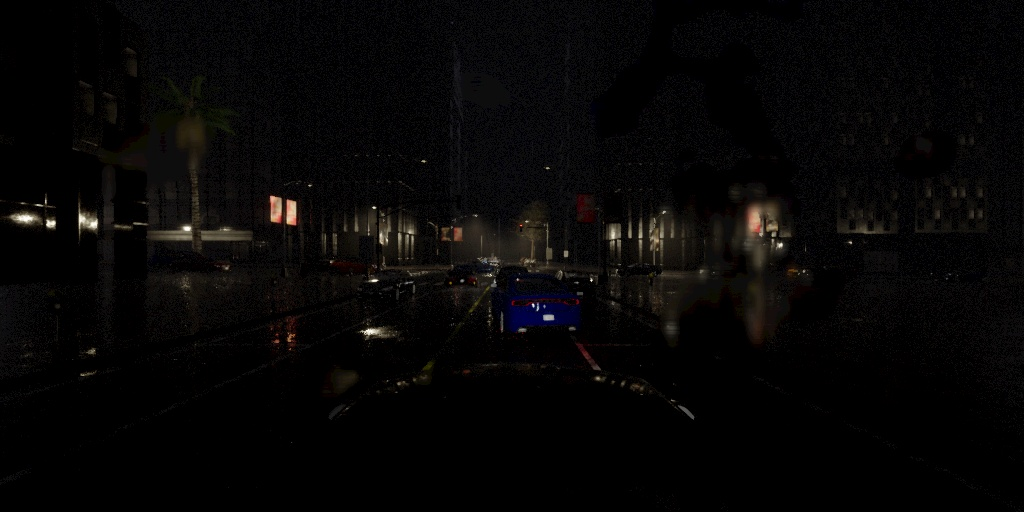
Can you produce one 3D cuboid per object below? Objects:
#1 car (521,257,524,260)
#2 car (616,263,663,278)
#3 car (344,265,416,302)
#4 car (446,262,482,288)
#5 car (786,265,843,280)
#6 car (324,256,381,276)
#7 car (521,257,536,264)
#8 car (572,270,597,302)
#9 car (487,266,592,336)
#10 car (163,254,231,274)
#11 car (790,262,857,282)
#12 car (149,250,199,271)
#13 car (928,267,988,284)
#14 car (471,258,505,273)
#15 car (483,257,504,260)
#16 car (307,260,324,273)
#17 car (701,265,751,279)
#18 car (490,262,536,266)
[{"bbox_3d":[3.042,1.297,64.675,1.751,1.417,4.829,0,0,1],"label":"car"},{"bbox_3d":[13.768,1.532,38.913,4.902,1.511,2.128,1,0,-1],"label":"car"},{"bbox_3d":[-5.753,1.302,16.818,2.007,1.370,4.403,0,0,0],"label":"car"},{"bbox_3d":[-3.202,1.318,23.683,1.994,1.385,4.181,0,0,-6],"label":"car"},{"bbox_3d":[35.436,1.934,42.083,5.008,1.535,1.882,1,0,0],"label":"car"},{"bbox_3d":[-13.890,0.878,32.335,4.553,1.767,2.097,1,0,0],"label":"car"},{"bbox_3d":[2.987,1.319,58.992,2.007,1.370,4.403,0,0,1],"label":"car"},{"bbox_3d":[2.772,1.303,16.810,2.007,1.370,4.403,0,0,0],"label":"car"},{"bbox_3d":[0.472,1.228,10.489,1.882,1.535,5.008,0,0,-8],"label":"car"},{"bbox_3d":[-28.107,0.802,32.394,4.674,1.442,1.812,1,0,0],"label":"car"},{"bbox_3d":[33.916,1.642,38.842,5.566,2.045,2.150,1,0,0],"label":"car"},{"bbox_3d":[-32.649,0.424,35.666,5.566,2.045,2.150,1,0,1],"label":"car"},{"bbox_3d":[48.072,2.042,38.711,4.553,1.767,2.097,1,0,1],"label":"car"},{"bbox_3d":[-3.700,1.284,39.134,5.357,1.411,2.033,1,1,-45],"label":"car"},{"bbox_3d":[-2.874,1.258,56.181,2.128,1.511,4.902,0,0,2],"label":"car"},{"bbox_3d":[-17.893,1.063,35.600,4.718,1.301,1.895,1,0,0],"label":"car"},{"bbox_3d":[23.187,1.708,38.892,4.902,1.511,2.128,1,0,0],"label":"car"},{"bbox_3d":[0.077,1.257,18.019,1.837,1.490,4.892,0,0,0],"label":"car"}]
